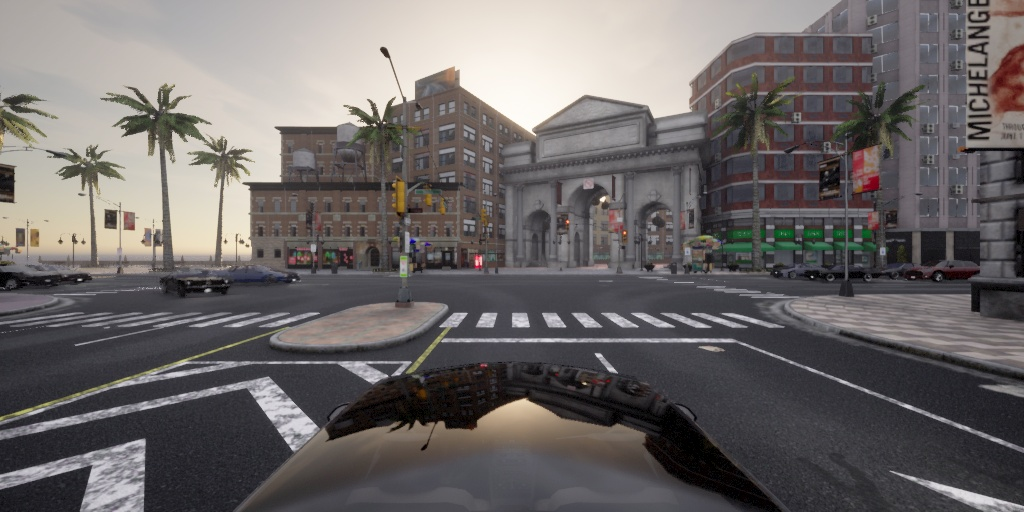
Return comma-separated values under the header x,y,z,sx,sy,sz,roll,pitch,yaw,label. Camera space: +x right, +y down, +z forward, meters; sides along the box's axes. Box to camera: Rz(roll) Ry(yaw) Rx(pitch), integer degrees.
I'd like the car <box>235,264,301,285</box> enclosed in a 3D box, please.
x,y,z,sx,sy,sz,roll,pitch,yaw,label
-17.942,1.297,25.164,5.357,1.411,2.033,0,0,0,car

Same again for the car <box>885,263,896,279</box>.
x,y,z,sx,sy,sz,roll,pitch,yaw,label
34.845,1.297,31.911,5.357,1.411,2.033,0,0,1,car

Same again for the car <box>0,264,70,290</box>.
x,y,z,sx,sy,sz,roll,pitch,yaw,label
-30.633,1.228,21.759,5.008,1.535,1.882,0,0,0,car

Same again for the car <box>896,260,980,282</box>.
x,y,z,sx,sy,sz,roll,pitch,yaw,label
34.060,1.102,28.372,4.553,1.767,2.097,0,0,2,car

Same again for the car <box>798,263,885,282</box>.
x,y,z,sx,sy,sz,roll,pitch,yaw,label
26.105,1.351,28.525,4.718,1.301,1.895,0,0,1,car

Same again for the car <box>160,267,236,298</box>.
x,y,z,sx,sy,sz,roll,pitch,yaw,label
-16.385,1.351,18.543,4.718,1.301,1.895,0,0,36,car

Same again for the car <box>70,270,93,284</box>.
x,y,z,sx,sy,sz,roll,pitch,yaw,label
-33.099,1.297,25.277,5.357,1.411,2.033,0,0,0,car

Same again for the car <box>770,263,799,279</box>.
x,y,z,sx,sy,sz,roll,pitch,yaw,label
25.589,1.314,32.013,4.181,1.385,1.994,0,0,1,car
